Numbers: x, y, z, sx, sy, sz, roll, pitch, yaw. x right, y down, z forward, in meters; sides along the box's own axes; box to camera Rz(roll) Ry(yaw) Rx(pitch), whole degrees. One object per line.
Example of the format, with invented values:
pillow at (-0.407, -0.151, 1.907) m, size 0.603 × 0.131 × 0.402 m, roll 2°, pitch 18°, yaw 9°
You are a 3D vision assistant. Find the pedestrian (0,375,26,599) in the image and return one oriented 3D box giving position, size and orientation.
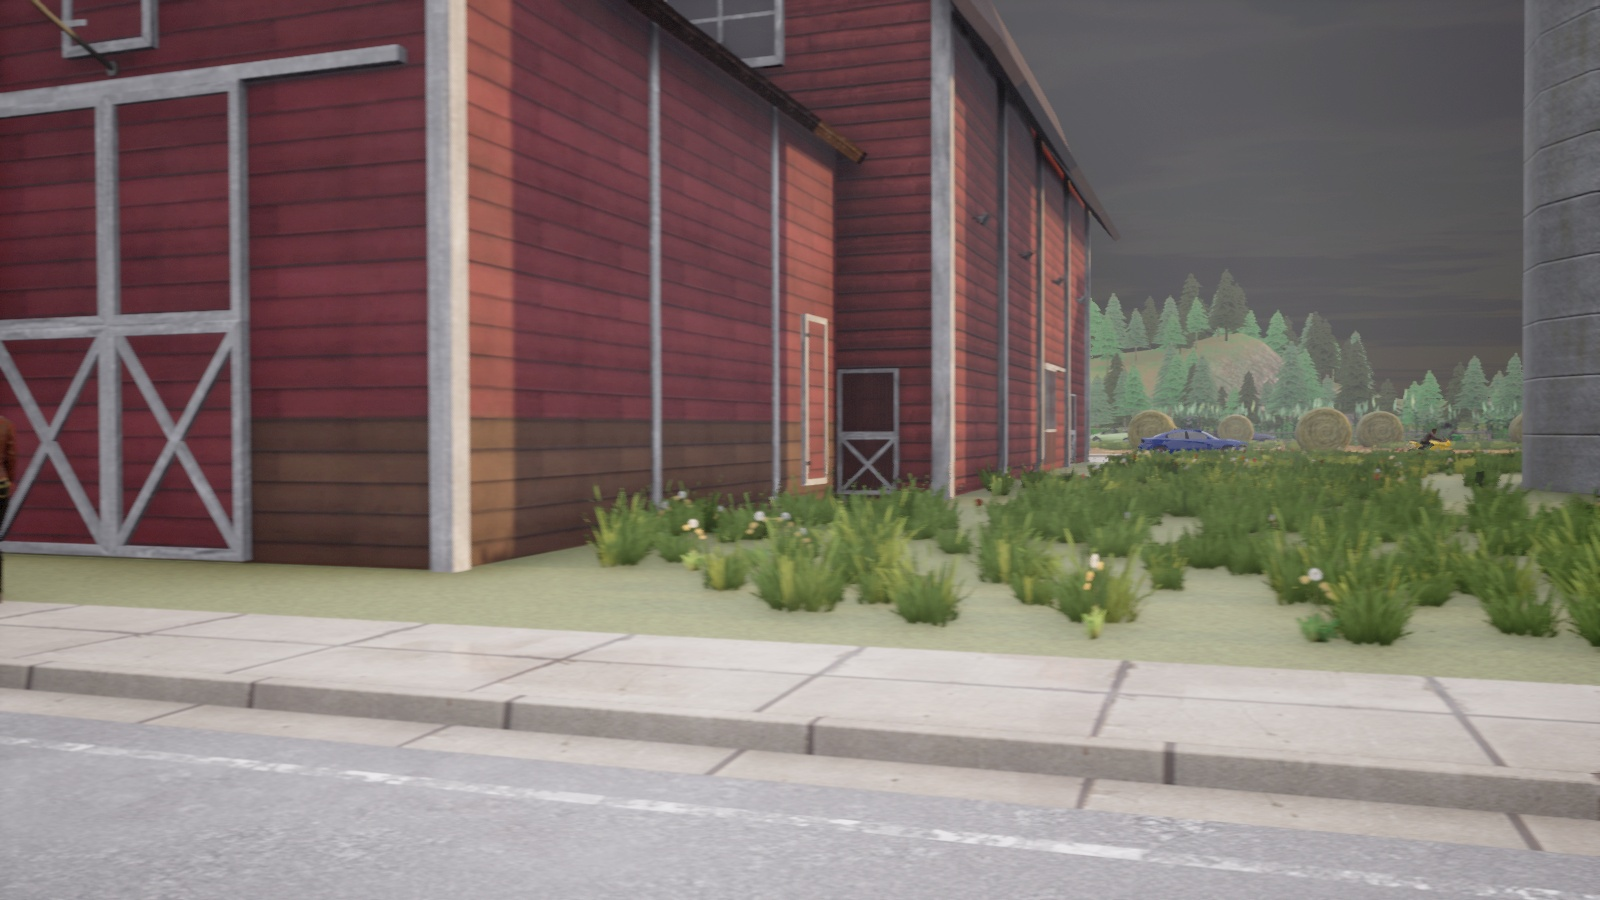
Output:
pedestrian at (-6.787, 0.290, 10.360) m, size 0.869 × 1.805 × 0.328 m, roll 1°, pitch 1°, yaw 32°

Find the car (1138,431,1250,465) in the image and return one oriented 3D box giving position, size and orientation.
car at (18.672, -0.106, 59.590) m, size 5.008 × 1.535 × 1.882 m, roll 0°, pitch 1°, yaw 19°

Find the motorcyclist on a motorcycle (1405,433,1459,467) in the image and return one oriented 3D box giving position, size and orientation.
motorcyclist on a motorcycle at (28.336, -0.014, 56.342) m, size 2.044 × 1.523 × 0.797 m, roll 1°, pitch 1°, yaw 19°
